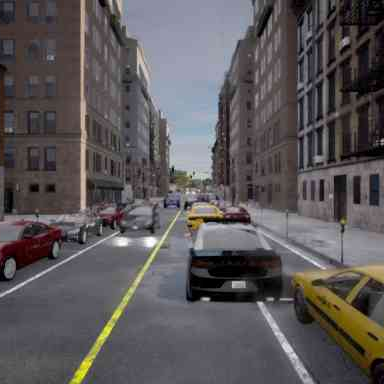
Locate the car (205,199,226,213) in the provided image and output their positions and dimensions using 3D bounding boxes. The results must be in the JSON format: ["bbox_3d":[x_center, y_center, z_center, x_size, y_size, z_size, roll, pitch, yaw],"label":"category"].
[{"bbox_3d":[2.635,1.545,38.232,2.008,1.369,4.403,0,0,0],"label":"car"}]

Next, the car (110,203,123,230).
[{"bbox_3d":[-5.390,1.542,21.185,1.887,1.381,4.507,0,0,0],"label":"car"}]

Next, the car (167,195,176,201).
[{"bbox_3d":[-5.418,1.532,87.480,2.008,1.369,4.403,0,0,0],"label":"car"}]

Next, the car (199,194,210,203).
[{"bbox_3d":[2.697,1.301,70.970,2.192,1.841,5.009,0,0,0],"label":"car"}]

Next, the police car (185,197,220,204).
[{"bbox_3d":[0.707,1.422,24.407,1.930,1.638,5.238,0,0,-2],"label":"police car"}]

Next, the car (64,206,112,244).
[{"bbox_3d":[-5.390,1.549,15.502,2.008,1.369,4.403,0,0,0],"label":"car"}]

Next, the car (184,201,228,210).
[{"bbox_3d":[0.716,1.480,18.353,1.882,1.535,5.008,0,0,2],"label":"car"}]

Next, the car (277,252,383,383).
[{"bbox_3d":[2.635,1.525,4.308,1.752,1.417,4.829,0,0,0],"label":"car"}]

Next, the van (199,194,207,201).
[{"bbox_3d":[2.688,1.324,81.978,1.690,1.788,3.998,0,0,0],"label":"van"}]

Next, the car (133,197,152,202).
[{"bbox_3d":[-5.390,1.436,32.549,1.967,1.590,4.097,0,0,0],"label":"car"}]

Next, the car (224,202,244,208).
[{"bbox_3d":[2.635,1.542,21.185,1.887,1.381,4.507,0,0,0],"label":"car"}]

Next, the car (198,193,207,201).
[{"bbox_3d":[2.683,1.296,87.482,2.192,1.841,5.009,0,0,0],"label":"car"}]

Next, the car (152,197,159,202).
[{"bbox_3d":[-5.391,1.433,43.913,1.967,1.590,4.097,0,0,0],"label":"car"}]

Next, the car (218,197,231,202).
[{"bbox_3d":[2.635,1.437,26.868,1.967,1.590,4.097,0,0,0],"label":"car"}]

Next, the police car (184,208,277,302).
[{"bbox_3d":[0.823,1.425,8.435,1.930,1.638,5.238,0,0,0],"label":"police car"}]

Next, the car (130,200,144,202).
[{"bbox_3d":[-5.390,1.563,26.867,1.947,1.339,4.313,0,0,0],"label":"car"}]

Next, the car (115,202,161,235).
[{"bbox_3d":[-2.853,1.524,19.080,1.812,1.442,4.674,0,0,0],"label":"car"}]

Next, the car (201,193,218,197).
[{"bbox_3d":[2.634,1.308,43.914,2.192,1.841,5.009,0,0,0],"label":"car"}]

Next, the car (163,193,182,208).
[{"bbox_3d":[-2.753,1.216,46.982,2.150,2.045,5.566,0,0,0],"label":"car"}]

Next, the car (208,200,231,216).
[{"bbox_3d":[2.635,1.540,32.550,1.887,1.381,4.507,0,0,0],"label":"car"}]

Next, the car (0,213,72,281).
[{"bbox_3d":[-5.390,1.544,9.820,1.887,1.381,4.507,0,0,0],"label":"car"}]

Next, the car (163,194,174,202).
[{"bbox_3d":[-5.422,1.300,76.473,2.192,1.841,5.009,0,0,0],"label":"car"}]

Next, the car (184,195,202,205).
[{"bbox_3d":[0.009,1.471,42.463,1.882,1.535,5.008,0,0,0],"label":"car"}]
